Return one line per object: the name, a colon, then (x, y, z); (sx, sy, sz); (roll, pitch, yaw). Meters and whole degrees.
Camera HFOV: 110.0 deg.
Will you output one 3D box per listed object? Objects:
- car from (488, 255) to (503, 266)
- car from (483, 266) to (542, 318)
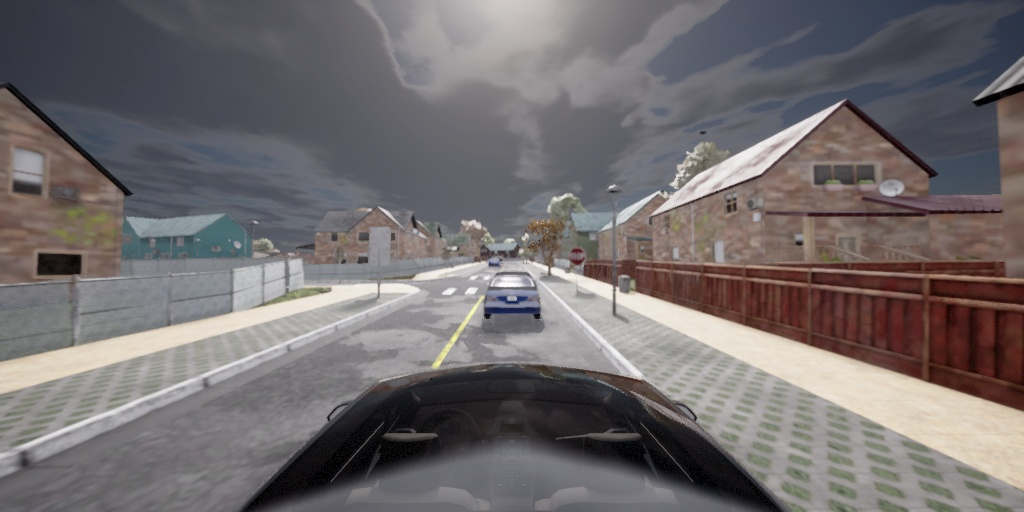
car: (-2.816, 1.044, 57.456); (1.882, 1.535, 5.008); (0, 0, 0)
car: (0.027, 1.242, 12.649); (2.033, 1.411, 5.357); (0, 0, 1)
